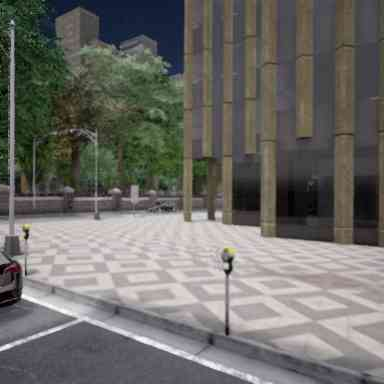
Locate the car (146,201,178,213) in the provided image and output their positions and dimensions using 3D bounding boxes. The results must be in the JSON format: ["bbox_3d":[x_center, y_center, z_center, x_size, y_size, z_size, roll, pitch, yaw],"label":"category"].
[{"bbox_3d":[-3.860,1.985,43.453,1.837,1.490,4.892,0,-1,35],"label":"car"}]

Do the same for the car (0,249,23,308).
[{"bbox_3d":[-5.030,1.502,6.529,4.313,1.339,1.947,1,0,35],"label":"car"}]
